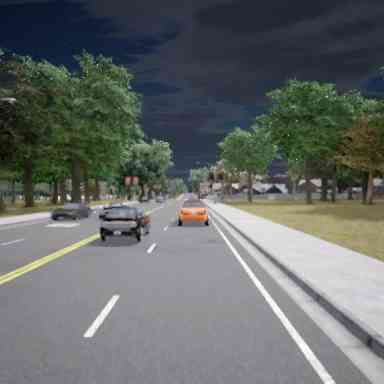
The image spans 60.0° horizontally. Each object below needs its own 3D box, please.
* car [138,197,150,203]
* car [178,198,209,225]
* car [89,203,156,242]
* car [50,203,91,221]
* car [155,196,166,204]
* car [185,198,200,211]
[{"bbox_3d":[-9.764,1.770,68.192,1.895,1.301,4.718,0,0,0],"label":"car"},{"bbox_3d":[0.096,1.396,24.357,2.097,1.767,4.553,0,0,0],"label":"car"},{"bbox_3d":[-3.152,1.516,16.430,2.128,1.511,4.902,0,0,0],"label":"car"},{"bbox_3d":[-9.854,1.598,27.660,2.033,1.411,5.357,0,0,0],"label":"car"},{"bbox_3d":[-6.514,1.654,69.057,1.882,1.535,5.008,0,0,0],"label":"car"},{"bbox_3d":[0.089,1.604,42.791,1.837,1.490,4.892,0,0,0],"label":"car"}]
